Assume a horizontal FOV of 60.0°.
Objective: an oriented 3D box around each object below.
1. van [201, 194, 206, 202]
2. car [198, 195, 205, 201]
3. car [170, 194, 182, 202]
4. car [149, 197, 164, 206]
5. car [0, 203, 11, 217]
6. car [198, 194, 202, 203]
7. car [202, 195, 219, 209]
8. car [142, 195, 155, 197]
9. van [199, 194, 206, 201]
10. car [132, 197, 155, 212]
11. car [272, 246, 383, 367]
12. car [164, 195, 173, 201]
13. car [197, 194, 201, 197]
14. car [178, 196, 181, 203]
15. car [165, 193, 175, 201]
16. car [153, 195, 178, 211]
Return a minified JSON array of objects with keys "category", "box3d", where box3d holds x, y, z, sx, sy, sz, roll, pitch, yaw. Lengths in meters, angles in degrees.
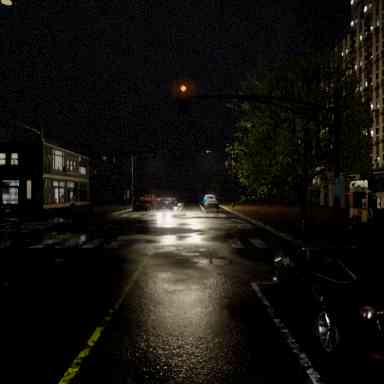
[{"category":"van","box3d":[2.632,1.345,49.378,1.690,1.788,3.998,0,0,0]},{"category":"car","box3d":[2.581,1.534,88.404,1.752,1.417,4.829,0,0,0]},{"category":"car","box3d":[-3.110,1.570,66.732,1.994,1.385,4.181,0,0,0]},{"category":"car","box3d":[-5.757,1.555,54.915,2.008,1.369,4.403,0,0,0]},{"category":"car","box3d":[-17.303,1.371,27.250,4.507,1.381,1.887,1,-1,-1]},{"category":"car","box3d":[2.616,1.556,60.479,2.008,1.369,4.403,0,0,0]},{"category":"car","box3d":[2.637,1.528,43.996,1.752,1.417,4.829,0,0,0]},{"category":"car","box3d":[-5.741,1.318,43.813,2.192,1.841,5.009,0,0,0]},{"category":"van","box3d":[2.590,1.349,82.683,1.690,1.788,3.998,0,0,0]},{"category":"car","box3d":[-5.735,1.585,38.262,1.802,1.307,4.206,0,0,0]},{"category":"car","box3d":[2.687,1.566,5.797,1.947,1.339,4.313,0,0,0]},{"category":"car","box3d":[-5.793,1.559,82.670,2.008,1.369,4.403,0,0,0]},{"category":"car","box3d":[2.602,1.572,71.581,1.947,1.339,4.313,0,0,0]},{"category":"car","box3d":[-3.164,1.568,51.487,1.994,1.385,4.181,0,0,0]},{"category":"car","box3d":[-5.799,1.324,88.221,2.192,1.841,5.009,0,0,0]},{"category":"car","box3d":[-3.144,1.494,40.040,2.128,1.511,4.902,0,0,0]}]
